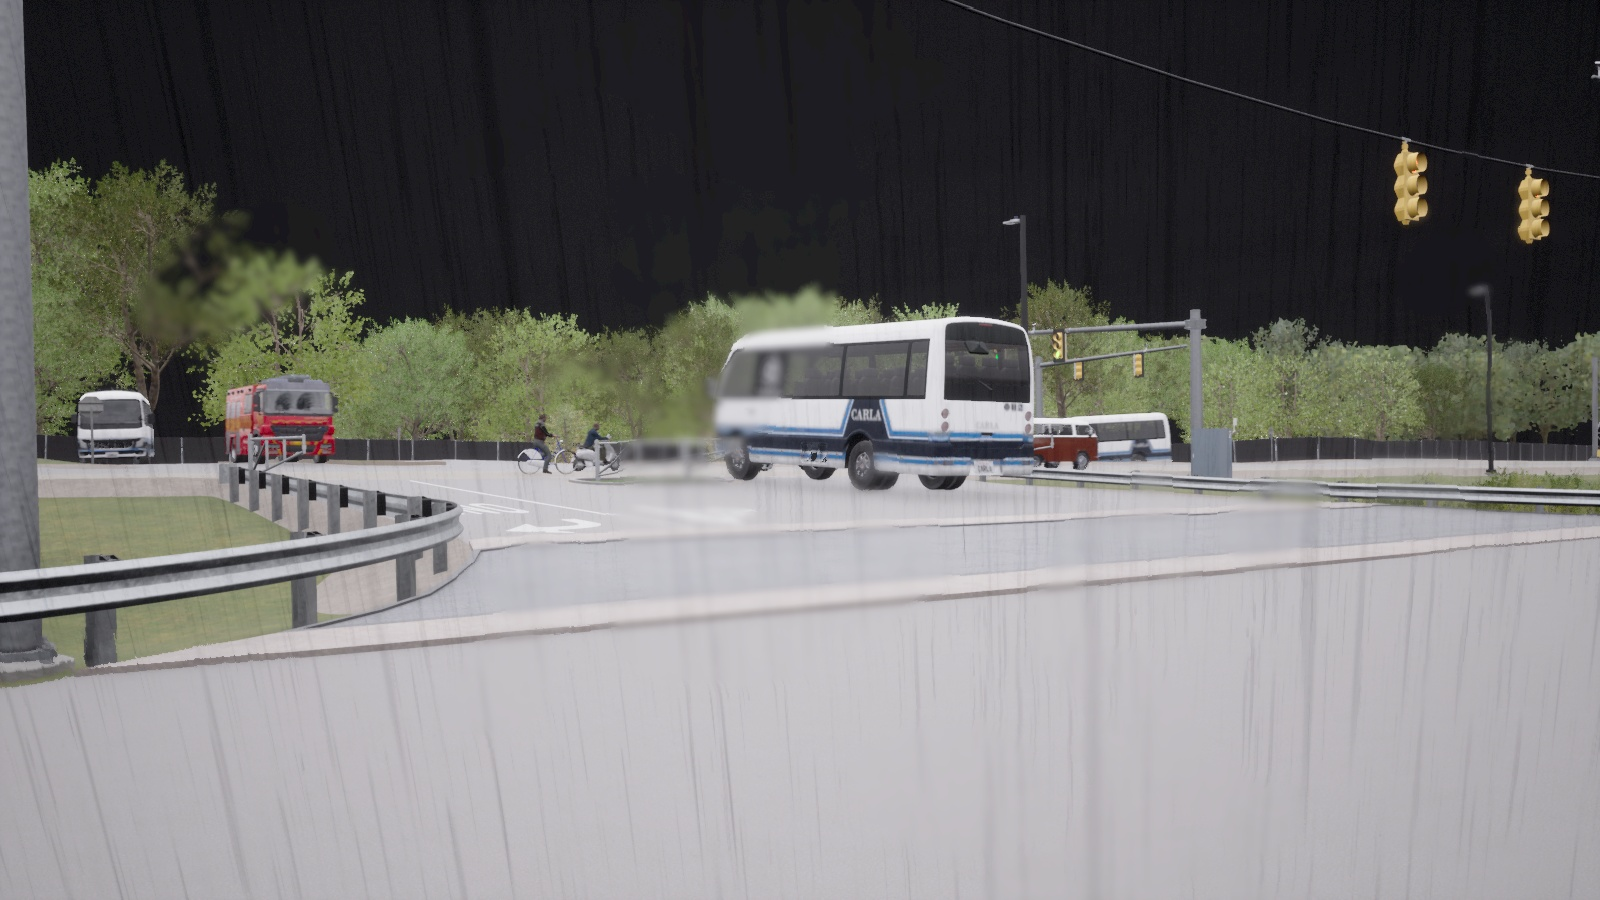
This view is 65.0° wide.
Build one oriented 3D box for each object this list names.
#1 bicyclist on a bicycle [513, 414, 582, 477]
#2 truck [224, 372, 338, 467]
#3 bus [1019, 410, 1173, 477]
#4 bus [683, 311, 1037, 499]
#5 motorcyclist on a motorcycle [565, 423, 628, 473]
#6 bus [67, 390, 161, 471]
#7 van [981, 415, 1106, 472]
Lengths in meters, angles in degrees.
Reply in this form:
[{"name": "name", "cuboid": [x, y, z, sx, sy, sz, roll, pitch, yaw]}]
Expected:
[{"name": "bicyclist on a bicycle", "cuboid": [-7.274, -0.128, 36.231, 1.843, 1.776, 0.659, 0, 2, -34]}, {"name": "truck", "cuboid": [-22.820, -1.220, 54.919, 2.891, 3.827, 8.468, 0, 0, -34]}, {"name": "bus", "cuboid": [21.764, -0.477, 92.364, 10.273, 4.253, 3.944, -3, 0, -18]}, {"name": "bus", "cuboid": [1.185, -1.168, 33.833, 3.944, 4.253, 10.273, 0, 2, -35]}, {"name": "motorcyclist on a motorcycle", "cuboid": [-6.623, -0.065, 40.909, 1.817, 1.590, 0.866, 0, 0, -34]}, {"name": "bus", "cuboid": [-39.202, -0.999, 72.119, 3.944, 4.253, 10.273, -2, 0, -25]}, {"name": "van", "cuboid": [9.222, -0.245, 47.394, 4.480, 2.038, 2.069, 0, 0, -34]}]
